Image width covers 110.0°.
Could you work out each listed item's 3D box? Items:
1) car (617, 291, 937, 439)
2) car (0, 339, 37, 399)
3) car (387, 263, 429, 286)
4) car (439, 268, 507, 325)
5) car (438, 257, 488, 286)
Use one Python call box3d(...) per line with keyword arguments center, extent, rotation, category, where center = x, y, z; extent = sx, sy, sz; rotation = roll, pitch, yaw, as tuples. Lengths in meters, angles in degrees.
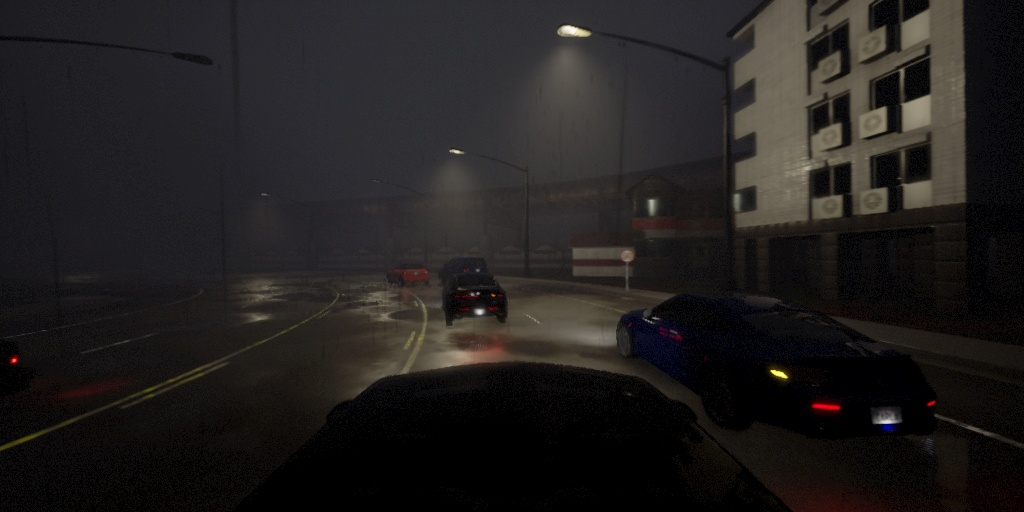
box3d(center=(3.184, 1.266, 5.501), extent=(1.812, 1.442, 4.674), rotation=(0, 0, -4), category="car")
box3d(center=(-7.112, 1.359, 2.204), extent=(2.033, 1.411, 5.357), rotation=(0, 0, -1), category="car")
box3d(center=(-8.043, 1.285, 27.458), extent=(2.097, 1.767, 4.553), rotation=(-1, 0, -33), category="car")
box3d(center=(-1.409, 1.314, 12.296), extent=(1.837, 1.490, 4.892), rotation=(0, 0, -12), category="car")
box3d(center=(-3.765, 1.121, 27.461), extent=(2.150, 2.045, 5.566), rotation=(0, 0, -31), category="car")
